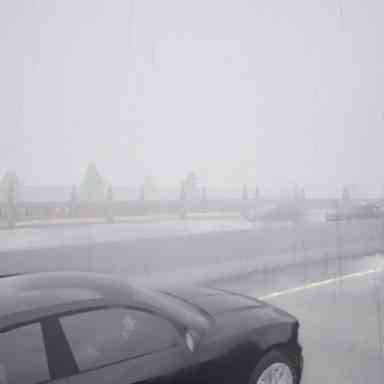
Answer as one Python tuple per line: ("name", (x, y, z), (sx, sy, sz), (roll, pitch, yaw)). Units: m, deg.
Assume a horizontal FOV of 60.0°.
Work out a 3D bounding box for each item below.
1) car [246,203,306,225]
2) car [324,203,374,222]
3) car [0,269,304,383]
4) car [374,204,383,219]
("car", (6.118, 1.527, 24.009), (4.674, 1.442, 1.812), (0, 0, -27))
("car", (11.248, 1.506, 22.649), (4.892, 1.490, 1.837), (0, 0, -25))
("car", (-1.079, 1.478, 2.958), (5.008, 1.535, 1.882), (0, 0, -35))
("car", (13.639, 1.479, 19.909), (5.008, 1.535, 1.882), (0, 0, -24))
